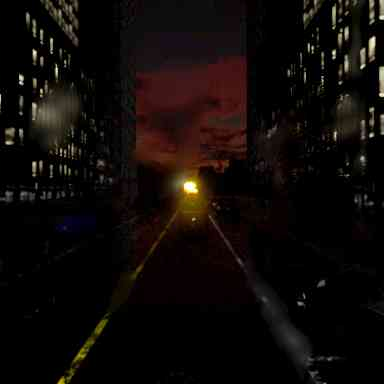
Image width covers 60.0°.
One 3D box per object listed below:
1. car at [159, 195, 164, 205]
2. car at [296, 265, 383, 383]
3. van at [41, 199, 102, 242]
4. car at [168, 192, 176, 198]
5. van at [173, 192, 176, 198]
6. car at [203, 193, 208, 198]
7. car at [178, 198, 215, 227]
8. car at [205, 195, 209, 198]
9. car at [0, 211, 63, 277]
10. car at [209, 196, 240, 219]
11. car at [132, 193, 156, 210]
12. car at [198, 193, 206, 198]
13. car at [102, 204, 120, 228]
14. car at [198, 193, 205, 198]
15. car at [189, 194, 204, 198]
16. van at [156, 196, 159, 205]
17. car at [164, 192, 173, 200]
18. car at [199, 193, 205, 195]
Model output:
[{"bbox_3d":[-5.690,1.250,49.630,1.947,1.339,4.313,0,0,0],"label":"car"},{"bbox_3d":[2.694,1.541,4.081,1.947,1.339,4.313,0,0,0],"label":"car"},{"bbox_3d":[-5.687,1.245,15.476,1.690,1.788,3.998,0,0,0],"label":"van"},{"bbox_3d":[-5.693,0.818,95.165,1.967,1.590,4.097,0,0,0],"label":"car"},{"bbox_3d":[-5.692,0.797,83.780,1.690,1.788,3.998,0,0,0],"label":"van"},{"bbox_3d":[2.691,1.246,44.094,1.752,1.417,4.829,0,0,0],"label":"car"},{"bbox_3d":[0.098,1.358,21.574,2.128,1.511,4.902,0,0,0],"label":"car"},{"bbox_3d":[2.691,1.341,38.232,1.802,1.307,4.206,0,0,0],"label":"car"},{"bbox_3d":[-5.687,1.484,9.785,1.887,1.381,4.507,0,0,0],"label":"car"},{"bbox_3d":[2.693,1.273,26.847,1.967,1.590,4.097,0,0,0],"label":"car"},{"bbox_3d":[-5.689,1.199,38.244,1.967,1.590,4.097,0,0,0],"label":"car"},{"bbox_3d":[2.687,0.968,89.458,2.008,1.369,4.403,0,0,0],"label":"car"},{"bbox_3d":[-5.688,1.450,21.170,1.802,1.307,4.206,0,0,0],"label":"car"},{"bbox_3d":[2.687,0.923,95.149,1.887,1.381,4.507,0,0,0],"label":"car"},{"bbox_3d":[0.096,1.316,39.244,1.994,1.385,4.181,0,0,0],"label":"car"},{"bbox_3d":[-5.689,1.062,43.937,1.690,1.788,3.998,0,0,0],"label":"van"},{"bbox_3d":[-5.692,1.059,72.227,1.752,1.417,4.829,0,0,0],"label":"car"},{"bbox_3d":[2.689,0.973,72.382,1.967,1.590,4.097,0,0,0],"label":"car"}]
